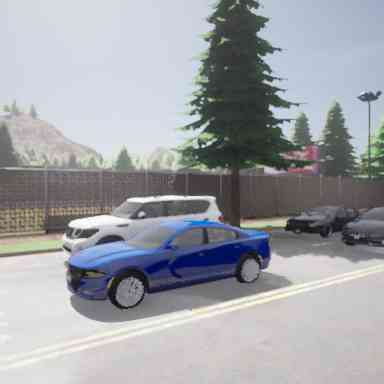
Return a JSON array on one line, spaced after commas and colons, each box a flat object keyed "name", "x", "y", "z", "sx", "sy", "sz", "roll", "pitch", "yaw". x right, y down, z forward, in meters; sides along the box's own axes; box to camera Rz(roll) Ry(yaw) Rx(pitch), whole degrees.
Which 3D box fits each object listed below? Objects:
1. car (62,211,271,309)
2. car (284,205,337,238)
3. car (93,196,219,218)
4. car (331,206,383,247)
[{"name": "car", "x": -0.332, "y": 1.432, "z": 7.922, "sx": 5.008, "sy": 1.535, "sz": 1.882, "roll": 0, "pitch": 0, "yaw": -33}, {"name": "car", "x": 7.149, "y": 1.398, "z": 16.978, "sx": 5.357, "sy": 1.411, "sz": 2.033, "roll": -1, "pitch": 0, "yaw": -33}, {"name": "car", "x": -1.431, "y": 1.162, "z": 11.385, "sx": 5.566, "sy": 2.045, "sz": 2.150, "roll": -1, "pitch": 0, "yaw": -33}, {"name": "car", "x": 7.973, "y": 1.373, "z": 13.329, "sx": 4.892, "sy": 1.490, "sz": 1.837, "roll": -1, "pitch": 0, "yaw": -33}]
